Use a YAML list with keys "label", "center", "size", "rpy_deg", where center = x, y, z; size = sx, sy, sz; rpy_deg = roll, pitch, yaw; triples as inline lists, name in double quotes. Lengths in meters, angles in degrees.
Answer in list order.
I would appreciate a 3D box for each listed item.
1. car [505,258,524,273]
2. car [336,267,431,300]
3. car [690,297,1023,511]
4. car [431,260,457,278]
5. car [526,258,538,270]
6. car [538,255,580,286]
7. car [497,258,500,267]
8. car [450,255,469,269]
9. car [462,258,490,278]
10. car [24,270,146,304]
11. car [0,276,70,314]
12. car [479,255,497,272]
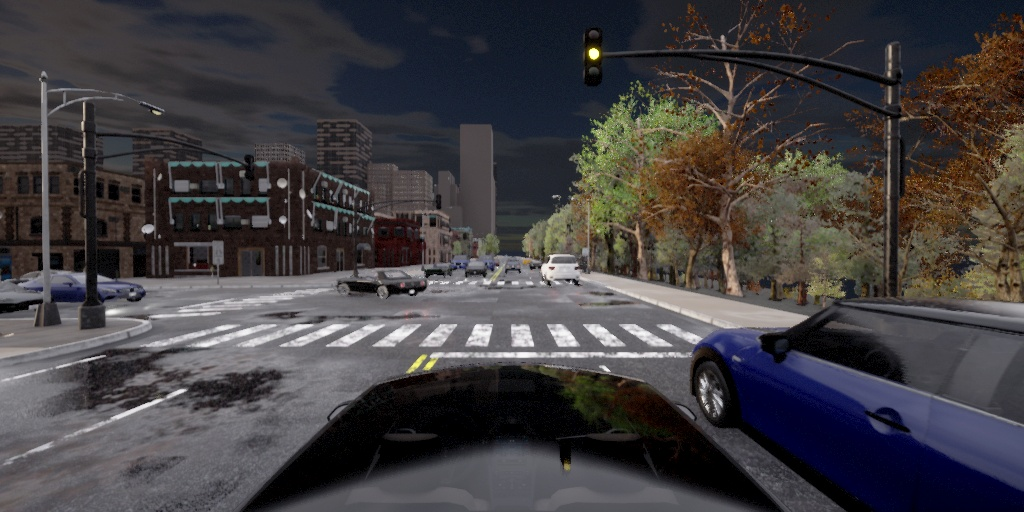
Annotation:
- label: "car"
  center: [0.108, 1.250, 43.273]
  size: [2.033, 1.411, 5.357]
  rpy_deg: [0, 0, 0]
- label: "car"
  center: [-6.504, 1.334, 17.590]
  size: [4.718, 1.301, 1.895]
  rpy_deg: [0, 0, 31]
- label: "car"
  center: [3.352, 1.102, 2.799]
  size: [2.097, 1.767, 4.553]
  rpy_deg: [0, 0, 0]
- label: "car"
  center: [-6.594, 1.316, 32.785]
  size: [1.895, 1.301, 4.718]
  rpy_deg: [0, 0, 0]
- label: "car"
  center: [3.358, 1.293, 51.257]
  size: [1.895, 1.301, 4.718]
  rpy_deg: [0, 0, 0]
- label: "car"
  center: [3.353, 0.946, 25.454]
  size: [2.150, 2.045, 5.566]
  rpy_deg: [0, 0, 0]
- label: "car"
  center: [-3.277, 1.030, 62.742]
  size: [2.097, 1.767, 4.553]
  rpy_deg: [0, 0, 1]
- label: "car"
  center: [-6.584, 0.917, 46.076]
  size: [2.150, 2.045, 5.566]
  rpy_deg: [0, 1, -1]
- label: "car"
  center: [-3.340, 1.192, 34.015]
  size: [1.882, 1.535, 5.008]
  rpy_deg: [0, 0, -2]
- label: "car"
  center: [-19.324, 1.479, 16.068]
  size: [4.674, 1.442, 1.812]
  rpy_deg: [-1, 1, 0]
- label: "car"
  center: [-19.944, 1.555, 13.362]
  size: [4.313, 1.339, 1.948]
  rpy_deg: [0, 0, 0]
- label: "car"
  center: [-3.334, 0.919, 45.351]
  size: [2.150, 2.045, 5.566]
  rpy_deg: [0, 0, -1]
